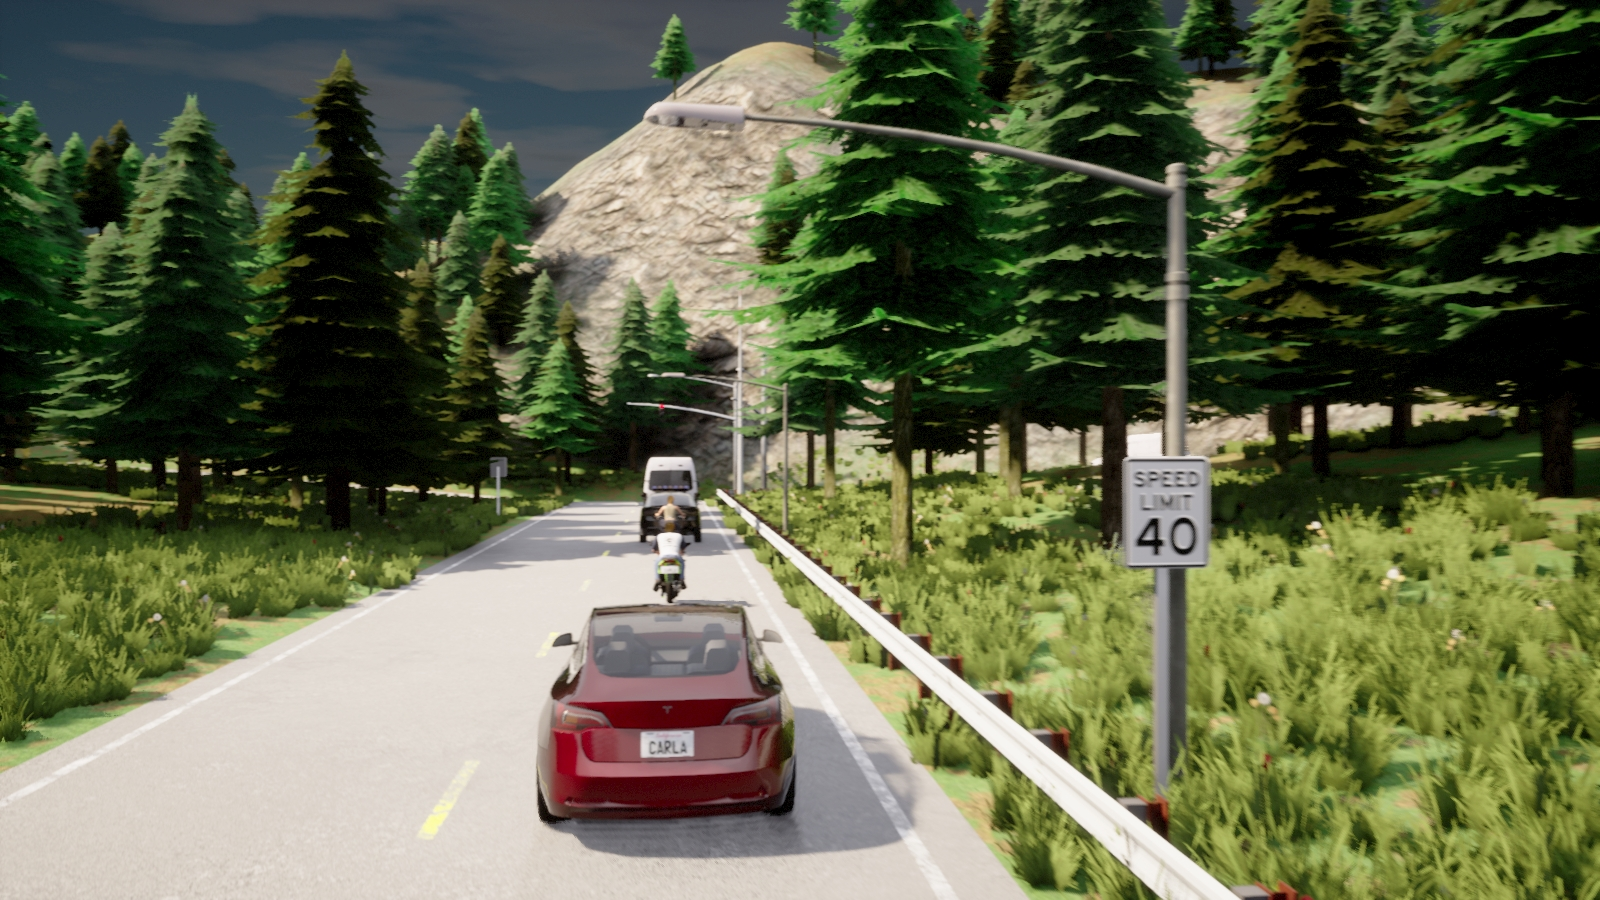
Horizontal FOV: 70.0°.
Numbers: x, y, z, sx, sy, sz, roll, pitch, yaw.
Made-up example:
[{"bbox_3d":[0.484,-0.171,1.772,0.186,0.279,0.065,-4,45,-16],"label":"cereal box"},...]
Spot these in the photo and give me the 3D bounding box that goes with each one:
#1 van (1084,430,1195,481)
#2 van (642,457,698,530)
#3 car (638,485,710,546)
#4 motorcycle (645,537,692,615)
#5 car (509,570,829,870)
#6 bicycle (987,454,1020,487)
[{"bbox_3d":[20.250,0.357,68.298,5.915,2.561,1.988,-5,-2,30],"label":"van"},{"bbox_3d":[-4.947,1.561,43.653,1.988,2.561,5.915,0,0,-6],"label":"van"},{"bbox_3d":[-4.000,2.005,36.295,2.097,1.638,5.238,0,0,-6],"label":"car"},{"bbox_3d":[-2.355,2.228,20.507,0.803,1.145,2.033,0,1,-6],"label":"motorcycle"},{"bbox_3d":[-1.140,2.070,10.155,2.163,1.488,4.792,0,0,-6],"label":"car"},{"bbox_3d":[12.647,1.273,70.898,1.835,1.919,0.329,-5,-1,20],"label":"bicycle"}]
